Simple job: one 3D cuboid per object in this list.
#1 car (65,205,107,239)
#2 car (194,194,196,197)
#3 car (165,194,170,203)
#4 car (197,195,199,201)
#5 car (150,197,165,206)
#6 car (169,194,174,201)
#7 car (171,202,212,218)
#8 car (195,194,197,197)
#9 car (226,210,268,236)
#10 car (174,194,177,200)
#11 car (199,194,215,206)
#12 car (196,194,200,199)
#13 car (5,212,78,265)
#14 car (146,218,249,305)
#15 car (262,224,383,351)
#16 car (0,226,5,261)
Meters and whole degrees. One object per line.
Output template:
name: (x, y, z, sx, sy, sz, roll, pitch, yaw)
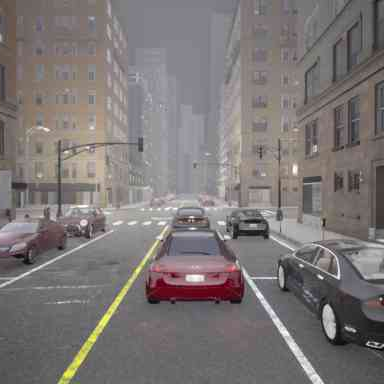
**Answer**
car: (-5.752, 1.441, 17.131, 1.967, 1.590, 4.097, 0, 0, 0)
car: (2.502, 1.456, 92.126, 2.192, 1.841, 5.009, 0, 0, 0)
car: (-5.935, 1.606, 65.050, 2.008, 1.369, 4.403, 0, 0, 0)
car: (2.590, 1.606, 65.080, 2.008, 1.369, 4.403, 0, 0, 0)
car: (-5.901, 1.617, 54.233, 1.802, 1.307, 4.206, 0, 0, 0)
car: (-5.986, 1.625, 81.106, 1.752, 1.417, 4.829, 0, 0, 0)
car: (-0.046, 1.505, 17.081, 1.837, 1.490, 4.892, 0, 0, 0)
car: (2.520, 1.560, 86.716, 1.967, 1.590, 4.097, 0, 0, 0)
car: (2.774, 1.566, 17.173, 1.947, 1.339, 4.313, 0, 0, 0)
car: (-6.022, 1.456, 92.093, 2.192, 1.841, 5.009, 0, 0, 0)
car: (2.623, 1.475, 54.263, 1.967, 1.590, 4.097, 0, 0, 0)
car: (2.555, 1.523, 75.898, 1.967, 1.590, 4.097, 0, 0, 0)
car: (-5.724, 1.582, 11.629, 1.802, 1.307, 4.206, 0, 0, 0)
car: (0.042, 1.564, 8.168, 1.994, 1.385, 4.181, 0, 0, -1)
car: (2.828, 1.550, 6.170, 2.008, 1.369, 4.403, 0, 0, 0)
car: (-5.697, 1.566, 6.128, 1.947, 1.339, 4.313, 0, 0, 0)
